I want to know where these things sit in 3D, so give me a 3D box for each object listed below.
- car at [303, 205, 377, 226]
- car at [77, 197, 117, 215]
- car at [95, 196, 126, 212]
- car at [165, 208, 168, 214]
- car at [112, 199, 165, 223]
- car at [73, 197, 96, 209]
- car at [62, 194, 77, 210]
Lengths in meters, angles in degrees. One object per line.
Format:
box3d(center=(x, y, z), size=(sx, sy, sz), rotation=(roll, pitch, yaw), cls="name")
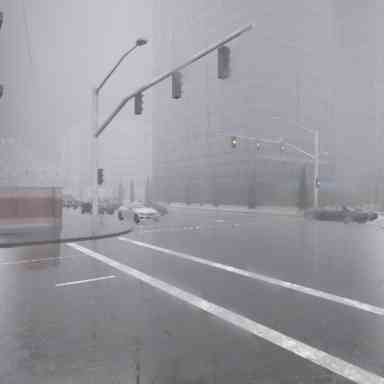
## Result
box3d(center=(10.406, 1.601, 23.839), size=(1.895, 1.301, 4.718), rotation=(0, 0, -36), cls="car")
box3d(center=(-9.476, 1.352, 33.222), size=(2.097, 1.767, 4.553), rotation=(0, 0, -36), cls="car")
box3d(center=(-9.740, 1.352, 39.598), size=(2.097, 1.767, 4.553), rotation=(0, 0, -36), cls="car")
box3d(center=(-4.360, 1.547, 32.085), size=(2.033, 1.411, 5.357), rotation=(0, 0, -36), cls="car")
box3d(center=(-4.250, 1.526, 25.923), size=(1.812, 1.442, 4.674), rotation=(0, 0, -36), cls="car")
box3d(center=(-15.370, 1.526, 47.479), size=(1.812, 1.442, 4.674), rotation=(0, 0, -35), cls="car")
box3d(center=(-16.544, 1.221, 43.084), size=(2.150, 2.045, 5.566), rotation=(0, 0, -36), cls="car")
